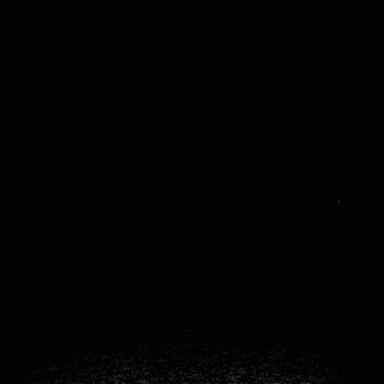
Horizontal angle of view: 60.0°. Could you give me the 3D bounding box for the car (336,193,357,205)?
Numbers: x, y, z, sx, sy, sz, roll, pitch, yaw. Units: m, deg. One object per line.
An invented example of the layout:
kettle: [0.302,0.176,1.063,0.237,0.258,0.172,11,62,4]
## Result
car: [24.200,1.194,52.673,1.837,1.490,4.892,-4,0,36]

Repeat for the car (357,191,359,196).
car: [36.413,0.320,71.384,1.895,1.301,4.718,-2,3,30]
